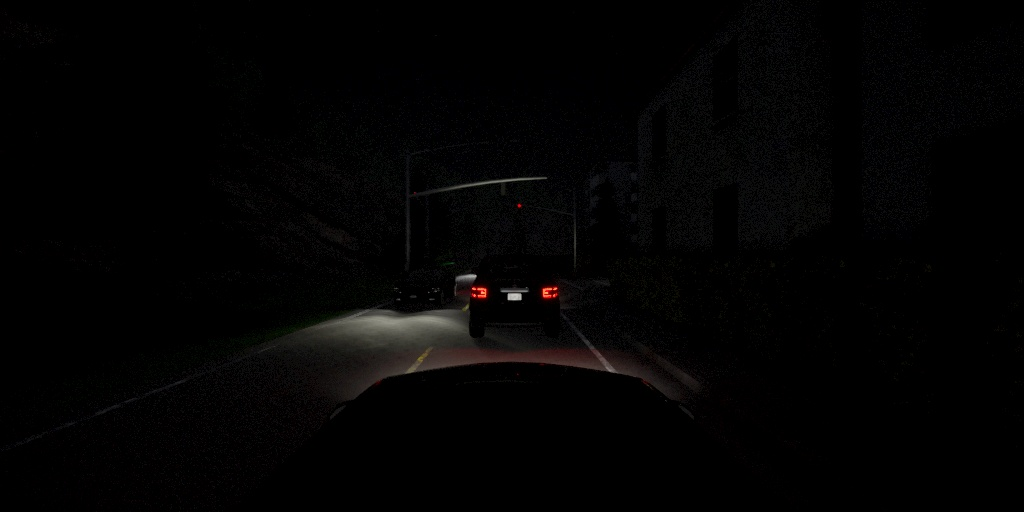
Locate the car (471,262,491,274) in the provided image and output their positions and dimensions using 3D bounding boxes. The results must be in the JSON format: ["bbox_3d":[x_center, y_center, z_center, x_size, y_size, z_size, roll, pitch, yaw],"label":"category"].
[{"bbox_3d":[-3.600,1.351,42.099,1.895,1.301,4.718,0,0,1],"label":"car"}]

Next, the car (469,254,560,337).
[{"bbox_3d":[0.063,0.971,10.403,2.150,2.045,5.566,0,0,0],"label":"car"}]

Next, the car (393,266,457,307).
[{"bbox_3d":[-3.628,1.227,15.688,1.882,1.535,5.008,0,0,0],"label":"car"}]

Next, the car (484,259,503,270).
[{"bbox_3d":[-2.799,1.276,54.203,1.812,1.442,4.674,0,0,11],"label":"car"}]
